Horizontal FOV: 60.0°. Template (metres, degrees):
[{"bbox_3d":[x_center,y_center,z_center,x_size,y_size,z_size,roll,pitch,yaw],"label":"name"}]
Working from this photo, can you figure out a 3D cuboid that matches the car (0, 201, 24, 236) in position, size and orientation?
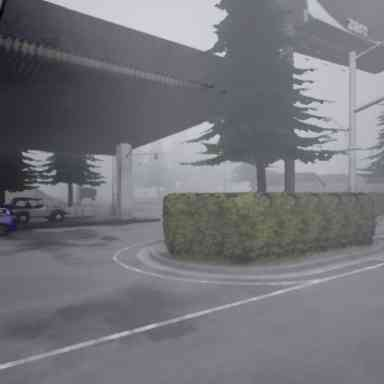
[{"bbox_3d":[-11.427,1.479,16.879,4.611,1.667,2.242,0,0,-36],"label":"car"}]

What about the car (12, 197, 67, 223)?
[{"bbox_3d":[-11.224,1.300,24.008,3.866,1.878,1.905,0,0,-36],"label":"car"}]
